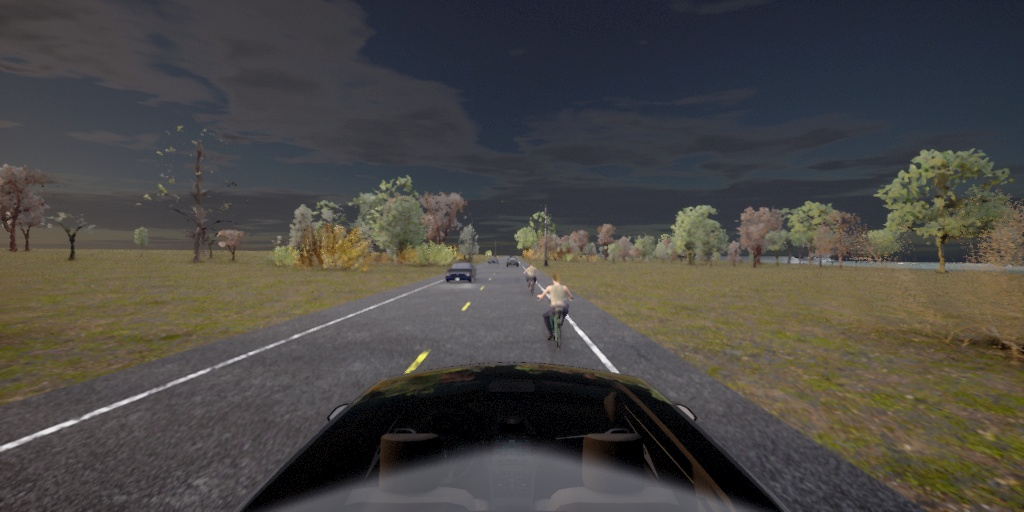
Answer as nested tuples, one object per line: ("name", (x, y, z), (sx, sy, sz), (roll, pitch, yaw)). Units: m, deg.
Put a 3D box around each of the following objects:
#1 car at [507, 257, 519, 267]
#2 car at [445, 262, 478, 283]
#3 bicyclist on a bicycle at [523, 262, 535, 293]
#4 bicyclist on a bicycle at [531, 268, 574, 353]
("car", (0.090, 0.946, 57.574), (1.812, 1.442, 4.674), (0, 0, 0))
("car", (-3.603, 1.152, 26.381), (2.033, 1.411, 5.357), (0, 0, 0))
("bicyclist on a bicycle", (0.973, 1.092, 17.758), (0.866, 1.612, 1.509), (0, 0, 0))
("bicyclist on a bicycle", (0.949, 1.151, 7.734), (0.866, 1.612, 1.509), (0, 0, 0))
